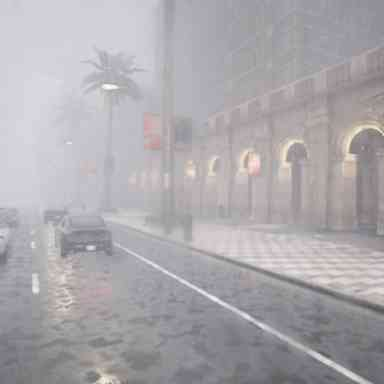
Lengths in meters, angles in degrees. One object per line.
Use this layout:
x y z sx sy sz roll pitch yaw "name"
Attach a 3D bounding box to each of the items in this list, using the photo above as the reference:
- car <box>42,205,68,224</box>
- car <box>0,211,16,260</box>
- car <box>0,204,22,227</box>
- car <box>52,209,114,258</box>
-11.367 1.791 27.758 1.882 1.535 5.008 0 0 -26 "car"
-7.816 1.664 12.421 1.812 1.442 4.674 0 -1 -25 "car"
-13.774 1.824 24.700 2.033 1.411 5.357 0 -1 -26 "car"
-4.503 1.663 13.603 1.837 1.490 4.892 0 0 -25 "car"
